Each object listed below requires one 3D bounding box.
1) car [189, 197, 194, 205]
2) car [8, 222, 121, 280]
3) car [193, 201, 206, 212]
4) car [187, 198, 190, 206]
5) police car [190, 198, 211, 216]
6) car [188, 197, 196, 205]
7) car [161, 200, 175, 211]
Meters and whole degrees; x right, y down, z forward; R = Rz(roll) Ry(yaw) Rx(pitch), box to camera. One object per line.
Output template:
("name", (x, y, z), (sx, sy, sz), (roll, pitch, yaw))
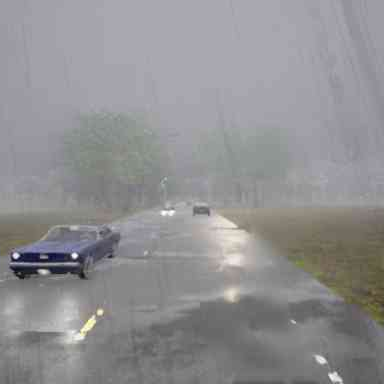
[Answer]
("car", (1.005, 1.951, 52.959), (2.097, 1.767, 4.553), (0, -1, 0))
("car", (-3.610, 1.664, 10.321), (1.895, 1.301, 4.718), (0, 0, 0))
("car", (1.010, 2.016, 46.984), (1.837, 1.490, 4.892), (0, -1, 0))
("car", (-0.059, 2.108, 70.098), (2.097, 1.767, 4.553), (0, -1, 0))
("police car", (1.019, 1.800, 37.095), (1.930, 1.638, 5.238), (0, -1, 0))
("car", (-0.074, 2.476, 88.425), (2.150, 2.045, 5.566), (0, -1, 0))
("car", (-3.617, 2.067, 51.508), (2.128, 1.511, 4.902), (0, -1, 0))
